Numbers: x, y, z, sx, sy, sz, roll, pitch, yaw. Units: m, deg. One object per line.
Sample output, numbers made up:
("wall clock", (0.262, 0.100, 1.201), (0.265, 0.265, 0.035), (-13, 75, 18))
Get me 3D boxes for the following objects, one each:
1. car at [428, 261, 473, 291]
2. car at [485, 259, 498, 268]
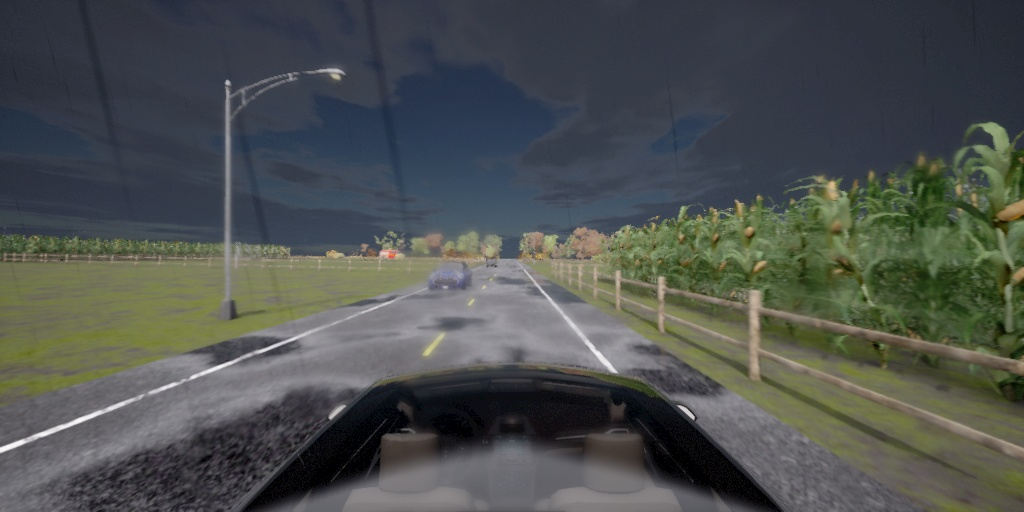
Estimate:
("car", (-3.599, 1.096, 21.623), (2.097, 1.767, 4.553), (0, 0, 0))
("car", (-3.536, 1.236, 62.316), (1.837, 1.490, 4.892), (0, 0, 1))
